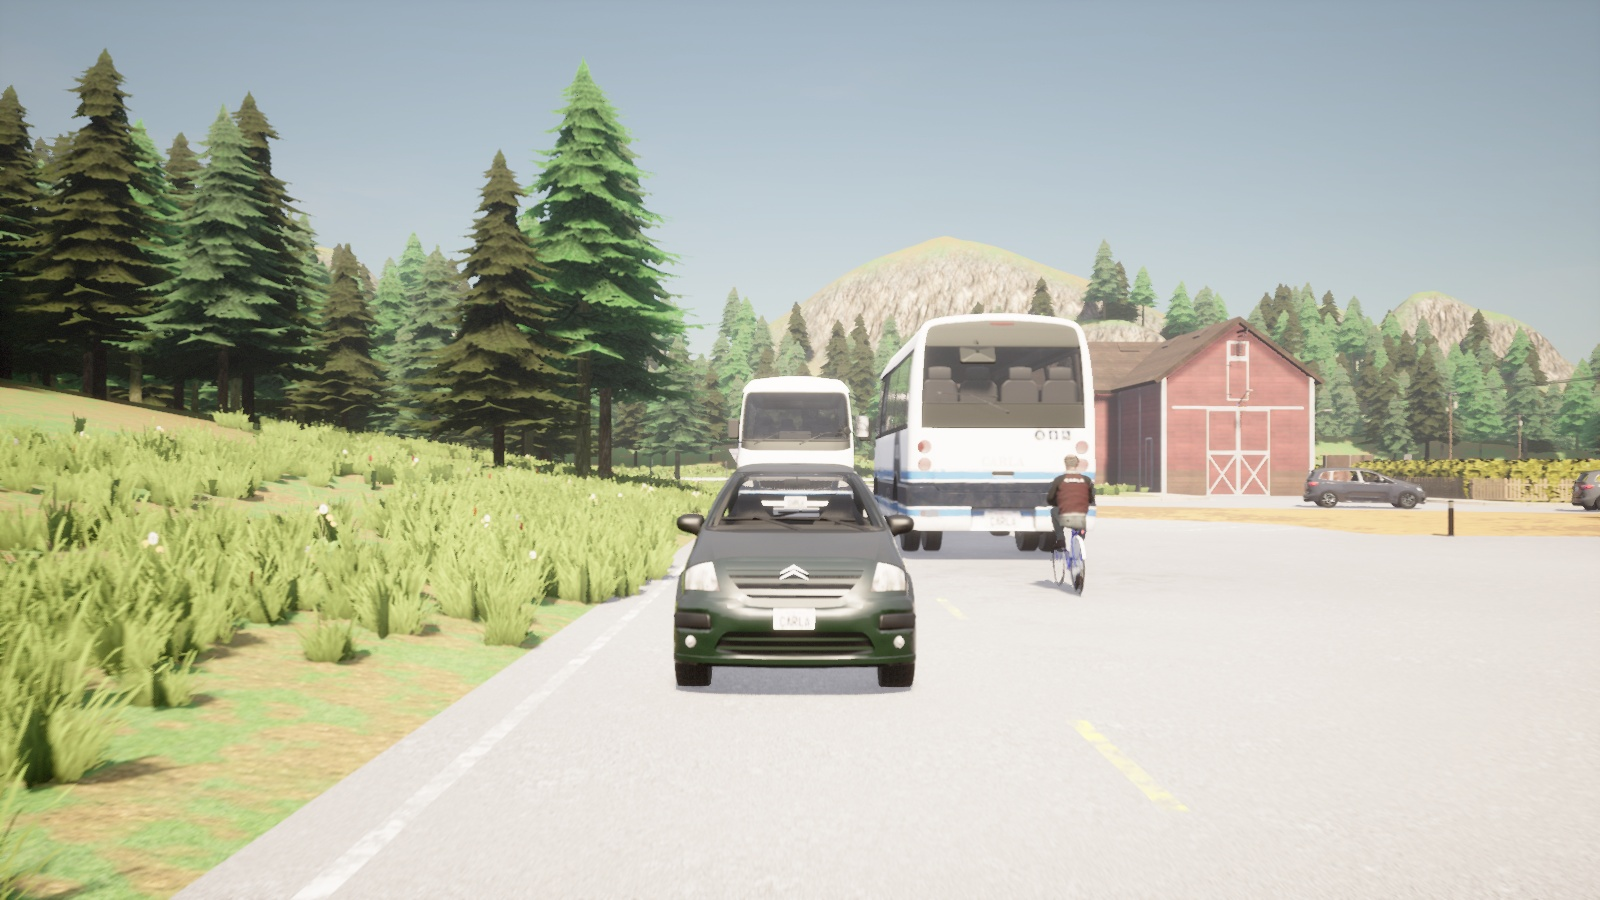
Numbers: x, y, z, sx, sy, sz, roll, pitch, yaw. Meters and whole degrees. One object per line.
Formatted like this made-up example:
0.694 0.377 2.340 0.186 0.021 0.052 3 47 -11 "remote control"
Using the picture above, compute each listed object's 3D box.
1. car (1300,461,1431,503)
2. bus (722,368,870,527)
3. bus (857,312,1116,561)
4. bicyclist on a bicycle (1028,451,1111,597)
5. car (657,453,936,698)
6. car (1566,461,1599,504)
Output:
23.088 1.287 51.488 4.611 1.667 2.242 0 -1 16 "car"
-0.109 0.023 38.851 3.944 4.253 10.273 0 -1 0 "bus"
3.424 -0.175 26.678 3.944 4.253 10.273 0 -1 0 "bus"
3.456 0.914 16.223 0.659 1.776 1.843 0 -1 0 "bicyclist on a bicycle"
-0.028 0.867 10.358 1.851 1.617 3.988 0 -1 0 "car"
32.552 1.250 48.548 4.611 1.667 2.242 0 -1 19 "car"
